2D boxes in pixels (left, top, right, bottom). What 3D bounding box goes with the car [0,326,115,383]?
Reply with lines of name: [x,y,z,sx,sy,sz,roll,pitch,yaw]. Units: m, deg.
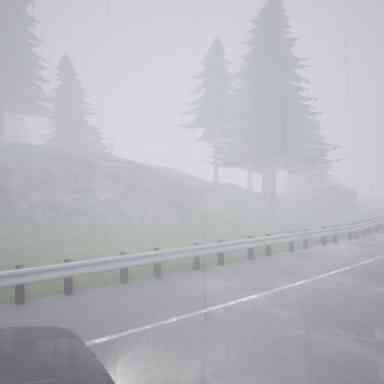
car: [-3.046,1.548,1.658,5.357,1.411,2.033,0,0,-35]
